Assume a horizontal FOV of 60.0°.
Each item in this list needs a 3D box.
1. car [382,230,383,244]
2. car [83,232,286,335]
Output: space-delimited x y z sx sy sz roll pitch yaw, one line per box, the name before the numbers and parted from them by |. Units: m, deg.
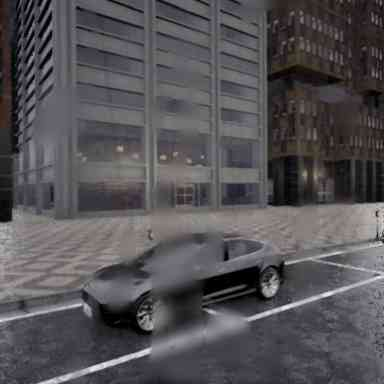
car | 9.250 1.462 13.258 4.403 1.369 2.008 0 0 -36
car | 0.069 1.544 6.703 4.313 1.339 1.947 0 0 -36
